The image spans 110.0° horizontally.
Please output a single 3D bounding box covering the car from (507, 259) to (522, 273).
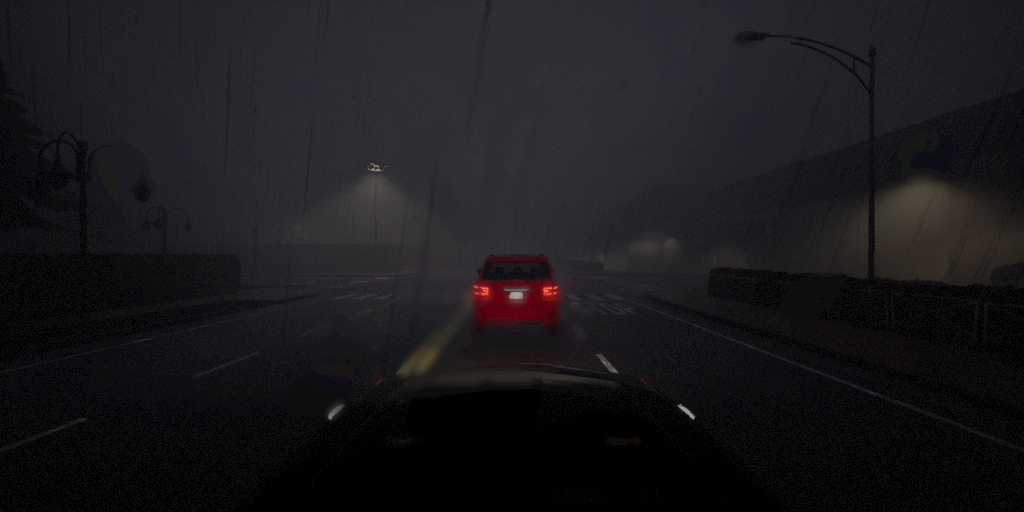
[{"bbox_3d":[0.333,1.228,45.522,1.882,1.535,5.008,0,0,1],"label":"car"}]

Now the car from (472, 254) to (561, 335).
[{"bbox_3d":[0.116,0.971,10.664,2.150,2.045,5.566,0,0,0],"label":"car"}]
